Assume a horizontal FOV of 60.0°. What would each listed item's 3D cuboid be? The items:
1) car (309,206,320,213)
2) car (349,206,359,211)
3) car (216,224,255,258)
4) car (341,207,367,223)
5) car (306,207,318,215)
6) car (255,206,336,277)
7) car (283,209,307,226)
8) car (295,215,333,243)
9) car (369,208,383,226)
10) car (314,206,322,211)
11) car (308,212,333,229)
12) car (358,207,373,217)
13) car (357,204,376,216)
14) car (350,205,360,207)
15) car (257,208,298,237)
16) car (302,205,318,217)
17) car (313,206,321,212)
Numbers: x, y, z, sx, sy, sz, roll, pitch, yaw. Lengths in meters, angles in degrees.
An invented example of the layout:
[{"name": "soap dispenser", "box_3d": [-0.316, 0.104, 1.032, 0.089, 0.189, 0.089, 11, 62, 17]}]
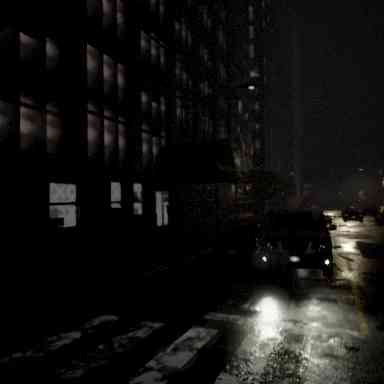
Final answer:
[{"name": "car", "box_3d": [26.479, 3.851, 71.643, 1.887, 1.381, 4.507, -2, -3, 23]}, {"name": "car", "box_3d": [40.685, 4.121, 83.628, 1.947, 1.339, 4.313, -3, -3, 23]}, {"name": "car", "box_3d": [2.528, 2.190, 15.693, 1.947, 1.339, 4.313, -2, -3, 23]}, {"name": "car", "box_3d": [18.710, 2.802, 38.682, 1.994, 1.385, 4.181, -2, -2, 23]}, {"name": "car", "box_3d": [22.079, 3.521, 61.306, 1.752, 1.417, 4.829, -2, -3, 23]}, {"name": "car", "box_3d": [4.092, 1.711, 12.427, 2.150, 2.045, 5.566, -2, -2, 23]}, {"name": "car", "box_3d": [11.015, 2.655, 35.346, 1.967, 1.590, 4.097, -2, -3, 23]}, {"name": "car", "box_3d": [8.110, 2.320, 21.843, 2.033, 1.411, 5.357, -2, -2, 23]}, {"name": "car", "box_3d": [18.743, 2.555, 32.042, 2.008, 1.369, 4.403, -3, -3, 23]}, {"name": "car", "box_3d": [32.911, 4.286, 86.759, 1.752, 1.417, 4.829, -2, -3, 23]}, {"name": "car", "box_3d": [12.074, 2.616, 31.103, 1.994, 1.385, 4.181, -2, -2, 24]}, {"name": "car", "box_3d": [27.752, 3.167, 53.243, 1.752, 1.417, 4.829, -3, -3, 23]}, {"name": "car", "box_3d": [25.514, 2.799, 48.005, 2.192, 1.841, 5.009, -3, -3, 23]}, {"name": "car", "box_3d": [22.443, 3.033, 47.604, 1.812, 1.442, 4.674, -2, -2, 23]}, {"name": "car", "box_3d": [6.595, 2.225, 25.205, 2.192, 1.841, 5.009, -2, -3, 23]}, {"name": "car", "box_3d": [19.973, 3.162, 56.379, 2.192, 1.841, 5.009, -2, -3, 23]}, {"name": "car", "box_3d": [30.745, 4.133, 81.669, 1.752, 1.417, 4.829, -2, -3, 23]}]
